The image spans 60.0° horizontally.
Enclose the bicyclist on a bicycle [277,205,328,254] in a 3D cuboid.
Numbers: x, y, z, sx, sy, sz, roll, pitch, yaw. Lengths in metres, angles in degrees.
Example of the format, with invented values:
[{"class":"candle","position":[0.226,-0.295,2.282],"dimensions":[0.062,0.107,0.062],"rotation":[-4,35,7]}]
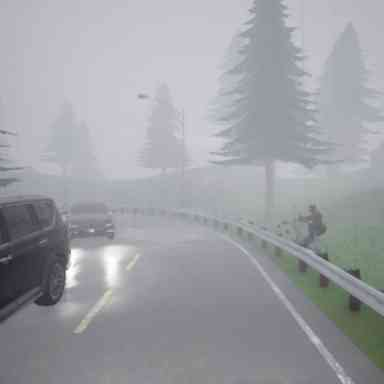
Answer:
[{"class":"bicyclist on a bicycle","position":[3.506,1.127,10.030],"dimensions":[1.656,1.620,0.582],"rotation":[32,-24,10]}]

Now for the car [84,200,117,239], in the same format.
[{"class":"car","position":[-4.510,1.131,14.600],"dimensions":[1.837,1.490,4.892],"rotation":[0,2,-20]}]

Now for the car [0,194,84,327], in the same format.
[{"class":"car","position":[-3.548,1.096,4.602],"dimensions":[2.150,2.045,5.566],"rotation":[0,1,0]}]

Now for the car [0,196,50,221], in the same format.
[{"class":"car","position":[-11.718,1.011,21.607],"dimensions":[4.181,1.385,1.994],"rotation":[0,1,11]}]
